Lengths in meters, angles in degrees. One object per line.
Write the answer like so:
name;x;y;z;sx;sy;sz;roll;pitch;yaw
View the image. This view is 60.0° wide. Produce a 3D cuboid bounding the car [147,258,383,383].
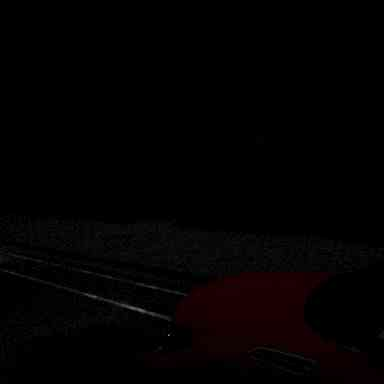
car;2.264;1.225;2.069;5.566;2.045;2.150;0;0;36
